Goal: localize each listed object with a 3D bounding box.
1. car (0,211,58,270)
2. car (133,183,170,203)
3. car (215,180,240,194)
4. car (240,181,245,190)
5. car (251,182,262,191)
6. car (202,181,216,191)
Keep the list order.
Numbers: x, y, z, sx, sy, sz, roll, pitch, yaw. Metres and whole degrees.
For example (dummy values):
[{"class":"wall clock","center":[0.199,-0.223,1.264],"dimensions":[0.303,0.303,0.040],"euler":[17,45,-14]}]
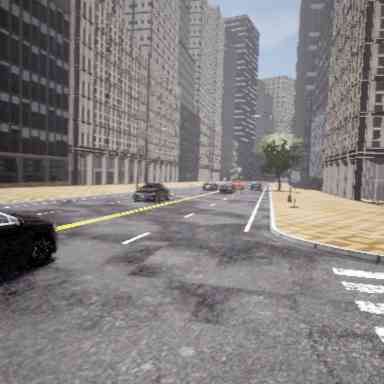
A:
[{"class":"car","center":[-4.393,0.894,5.885],"dimensions":[2.128,1.511,4.902],"euler":[3,4,13]},{"class":"car","center":[-3.101,-0.012,26.613],"dimensions":[1.812,1.442,4.674],"euler":[3,3,13]},{"class":"car","center":[4.999,-0.575,46.087],"dimensions":[2.033,1.411,5.357],"euler":[3,3,13]},{"class":"car","center":[8.465,-1.328,60.969],"dimensions":[2.097,1.767,4.553],"euler":[3,3,13]},{"class":"car","center":[11.965,-1.076,61.607],"dimensions":[2.128,1.511,4.902],"euler":[3,3,13]},{"class":"car","center":[2.933,-0.994,52.045],"dimensions":[2.128,1.511,4.902],"euler":[3,3,14]}]
